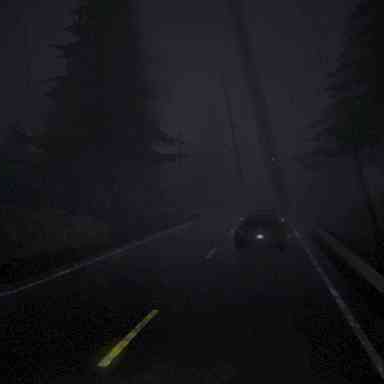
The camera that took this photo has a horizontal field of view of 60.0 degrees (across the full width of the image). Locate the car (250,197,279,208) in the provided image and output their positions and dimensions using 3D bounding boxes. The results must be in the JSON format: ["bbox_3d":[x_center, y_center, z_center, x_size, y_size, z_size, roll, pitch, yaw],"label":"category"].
[{"bbox_3d":[6.359,1.493,28.422,2.128,1.511,4.902,0,0,13],"label":"car"}]

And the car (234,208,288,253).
[{"bbox_3d":[2.897,1.570,13.827,1.994,1.385,4.181,0,0,13],"label":"car"}]

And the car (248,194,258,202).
[{"bbox_3d":[13.960,1.320,75.631,2.097,1.767,4.553,0,0,13],"label":"car"}]

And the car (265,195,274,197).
[{"bbox_3d":[18.102,1.423,77.927,1.812,1.442,4.674,0,0,13],"label":"car"}]
